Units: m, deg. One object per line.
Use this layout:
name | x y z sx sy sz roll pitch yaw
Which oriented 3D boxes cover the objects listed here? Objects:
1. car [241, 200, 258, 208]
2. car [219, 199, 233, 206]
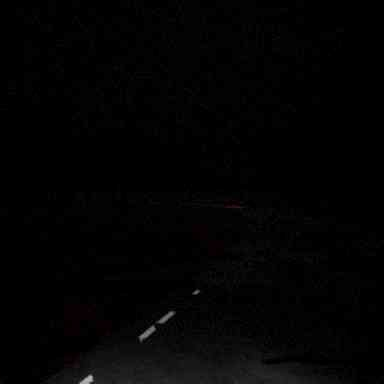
car | 10.094 2.125 58.703 2.033 1.411 5.357 -1 -1 -6
car | 7.527 2.303 72.980 1.812 1.442 4.674 -1 -1 -16
